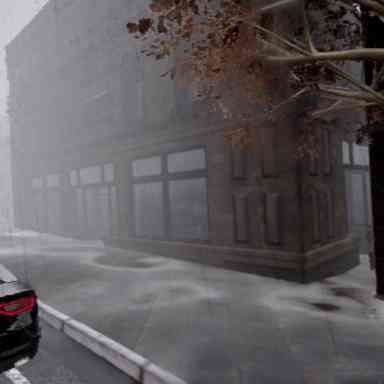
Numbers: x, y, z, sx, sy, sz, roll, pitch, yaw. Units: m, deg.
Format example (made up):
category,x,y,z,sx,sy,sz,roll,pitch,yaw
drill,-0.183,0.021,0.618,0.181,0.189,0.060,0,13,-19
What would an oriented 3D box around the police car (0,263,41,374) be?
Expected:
category,x,y,z,sx,sy,sz,roll,pitch,yaw
police car,-4.111,1.434,5.005,5.238,1.638,1.930,0,1,43
